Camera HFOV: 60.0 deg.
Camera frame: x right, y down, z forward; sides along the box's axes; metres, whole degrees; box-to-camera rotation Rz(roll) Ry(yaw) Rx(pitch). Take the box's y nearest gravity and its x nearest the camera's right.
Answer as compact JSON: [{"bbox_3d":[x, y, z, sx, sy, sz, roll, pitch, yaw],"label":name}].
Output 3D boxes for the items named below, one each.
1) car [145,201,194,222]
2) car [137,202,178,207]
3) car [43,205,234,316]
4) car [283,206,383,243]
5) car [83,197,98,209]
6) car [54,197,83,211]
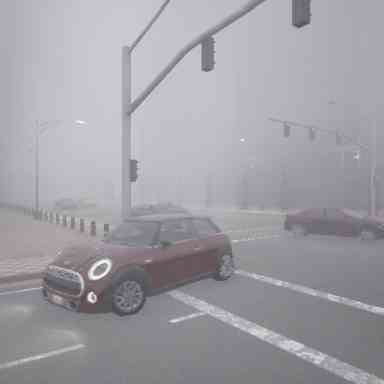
[{"bbox_3d":[-1.882,1.508,26.556,1.994,1.385,4.181,0,0,-36],"label":"car"},{"bbox_3d":[-2.696,1.508,21.699,1.994,1.385,4.181,0,0,-36],"label":"car"},{"bbox_3d":[-0.977,1.351,7.738,2.097,1.767,4.553,-1,0,40],"label":"car"},{"bbox_3d":[6.960,1.446,16.090,5.008,1.535,1.882,0,0,40],"label":"car"},{"bbox_3d":[-13.923,1.422,43.712,1.882,1.535,5.008,0,0,-35],"label":"car"},{"bbox_3d":[-14.631,1.448,38.600,1.837,1.490,4.892,0,0,-35],"label":"car"}]
